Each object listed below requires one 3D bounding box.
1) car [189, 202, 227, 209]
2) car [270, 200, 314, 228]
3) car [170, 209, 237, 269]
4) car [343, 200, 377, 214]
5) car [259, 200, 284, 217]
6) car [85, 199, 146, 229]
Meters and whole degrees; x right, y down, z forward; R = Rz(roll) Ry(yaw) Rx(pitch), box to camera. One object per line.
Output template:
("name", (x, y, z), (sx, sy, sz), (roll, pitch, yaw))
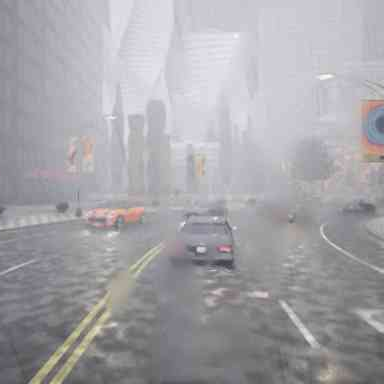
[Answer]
("car", (1.205, 1.478, 26.439), (2.033, 1.411, 5.357), (0, 0, 28))
("car", (6.994, 1.520, 22.288), (2.033, 1.411, 5.357), (0, 0, 25))
("car", (0.502, 1.518, 11.033), (2.033, 1.411, 5.357), (0, 0, 6))
("car", (17.758, 1.558, 35.084), (4.181, 1.385, 1.994), (0, 0, -38))
("car", (7.737, 1.446, 29.984), (2.128, 1.511, 4.902), (0, 0, 35))
("car", (-4.682, 1.267, 20.903), (2.097, 1.767, 4.553), (0, 0, 18))
